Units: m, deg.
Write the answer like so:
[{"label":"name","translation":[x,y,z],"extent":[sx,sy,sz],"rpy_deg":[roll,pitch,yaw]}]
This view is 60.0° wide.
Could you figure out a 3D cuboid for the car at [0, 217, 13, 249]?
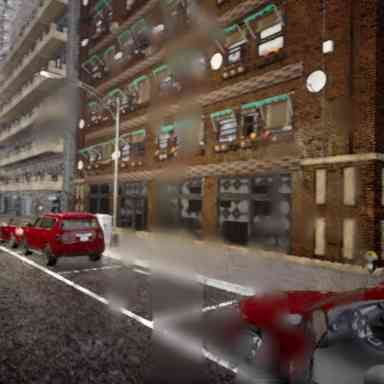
[{"label":"car","translation":[-8.888,1.981,17.645],"extent":[1.967,1.590,4.097],"rpy_deg":[2,-2,-40]}]

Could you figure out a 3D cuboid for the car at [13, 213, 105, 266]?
[{"label":"car","translation":[-5.300,1.752,13.416],"extent":[2.192,1.841,5.009],"rpy_deg":[2,-2,-40]}]

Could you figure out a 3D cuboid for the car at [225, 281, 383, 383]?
[{"label":"car","translation":[2.467,1.718,3.736],"extent":[1.812,1.442,4.674],"rpy_deg":[3,-3,-40]}]
